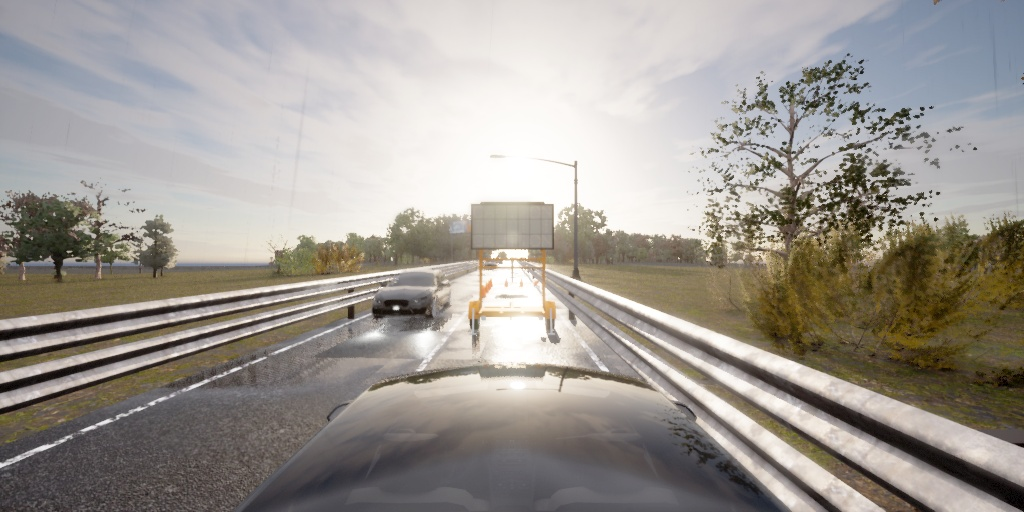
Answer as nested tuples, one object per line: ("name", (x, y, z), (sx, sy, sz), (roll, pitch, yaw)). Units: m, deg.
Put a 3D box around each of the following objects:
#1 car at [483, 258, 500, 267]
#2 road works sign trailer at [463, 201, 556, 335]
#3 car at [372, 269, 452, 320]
("car", (-3.323, 1.276, 55.393), (1.837, 1.490, 4.892), (0, 0, 0))
("road works sign trailer", (0.014, 0.218, 10.505), (2.380, 3.560, 2.880), (0, 0, 0))
("car", (-3.346, 1.259, 12.790), (1.837, 1.490, 4.892), (0, 0, 0))
